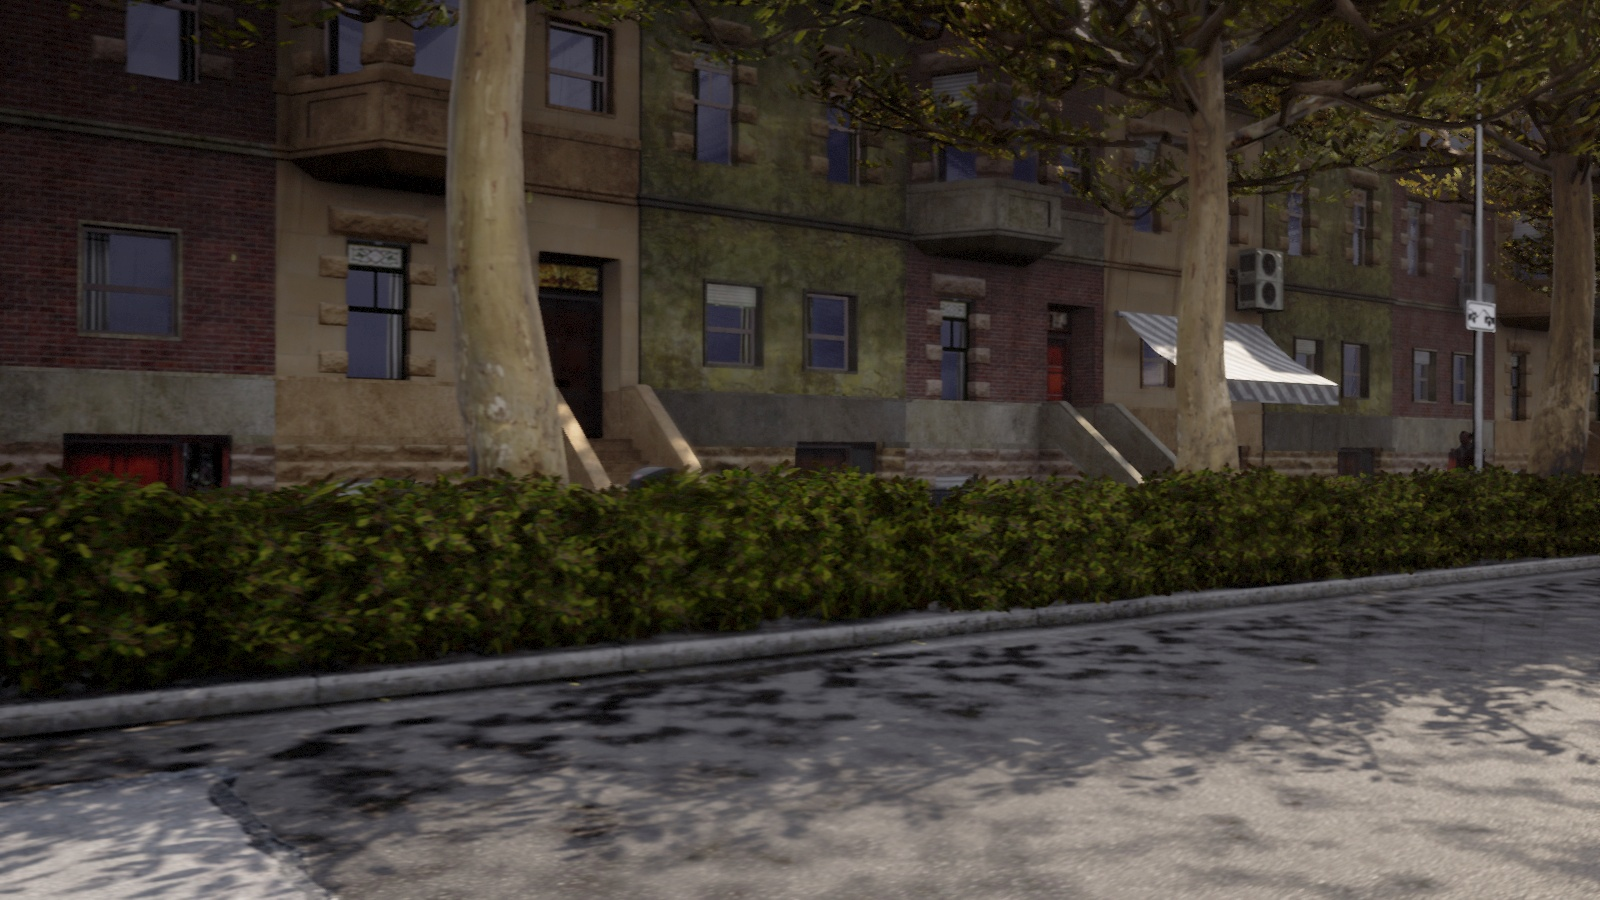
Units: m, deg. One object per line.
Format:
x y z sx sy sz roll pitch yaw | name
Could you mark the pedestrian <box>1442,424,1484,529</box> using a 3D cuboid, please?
11.892 0.468 22.521 0.720 1.854 0.376 0 0 -35 | pedestrian
